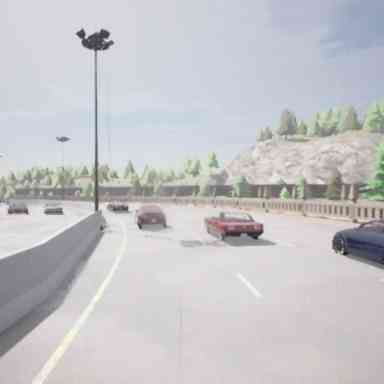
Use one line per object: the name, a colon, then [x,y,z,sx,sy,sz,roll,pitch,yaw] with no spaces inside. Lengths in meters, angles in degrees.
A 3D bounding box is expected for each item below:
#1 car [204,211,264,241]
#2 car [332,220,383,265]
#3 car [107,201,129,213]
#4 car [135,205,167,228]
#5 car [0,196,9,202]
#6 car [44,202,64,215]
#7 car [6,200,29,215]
car: [1.924,1.634,16.925,1.895,1.301,4.718,0,0,-10]
car: [6.297,1.556,10.608,1.994,1.385,4.181,0,0,-6]
car: [-9.154,1.779,40.630,1.895,1.301,4.718,0,0,-25]
car: [-2.881,1.607,22.692,1.812,1.442,4.674,0,0,-13]
car: [-39.734,1.673,69.506,4.892,1.490,1.837,-1,0,42]
car: [-15.385,1.826,37.005,1.895,1.301,4.718,0,0,-24]
car: [-19.335,1.827,37.134,1.994,1.385,4.181,0,0,-26]
